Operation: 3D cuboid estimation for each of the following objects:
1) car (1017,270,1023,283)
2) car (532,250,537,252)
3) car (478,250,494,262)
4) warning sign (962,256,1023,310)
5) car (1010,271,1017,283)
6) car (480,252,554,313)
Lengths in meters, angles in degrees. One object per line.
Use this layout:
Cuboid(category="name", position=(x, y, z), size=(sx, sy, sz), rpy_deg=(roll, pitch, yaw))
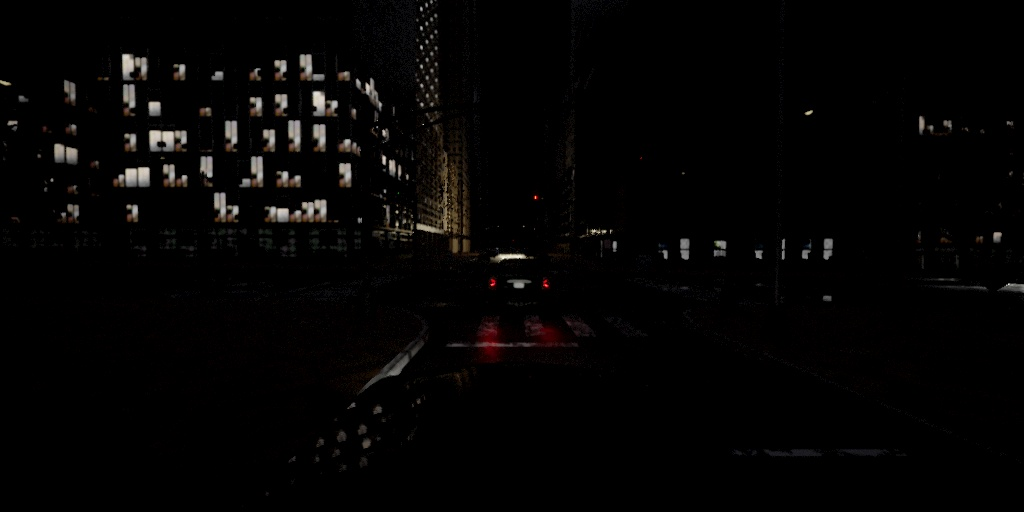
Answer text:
Cuboid(category="car", position=(36.504, 1.501, 23.235), size=(4.718, 1.301, 1.895), rpy_deg=(1, 1, -3))
Cuboid(category="car", position=(3.915, 0.223, 46.676), size=(1.948, 1.339, 4.313), rpy_deg=(0, 0, 0))
Cuboid(category="car", position=(-4.040, 0.101, 52.165), size=(1.802, 1.307, 4.207), rpy_deg=(0, 0, 0))
Cuboid(category="warning sign", position=(17.272, 0.929, 12.891), size=(1.060, 1.860, 1.300), rpy_deg=(0, 0, -3))
Cuboid(category="car", position=(39.993, 1.425, 26.641), size=(5.357, 1.411, 2.033), rpy_deg=(1, 1, -2))
Cuboid(category="car", position=(0.303, 0.853, 12.689), size=(2.097, 1.767, 4.553), rpy_deg=(1, 1, 2))
